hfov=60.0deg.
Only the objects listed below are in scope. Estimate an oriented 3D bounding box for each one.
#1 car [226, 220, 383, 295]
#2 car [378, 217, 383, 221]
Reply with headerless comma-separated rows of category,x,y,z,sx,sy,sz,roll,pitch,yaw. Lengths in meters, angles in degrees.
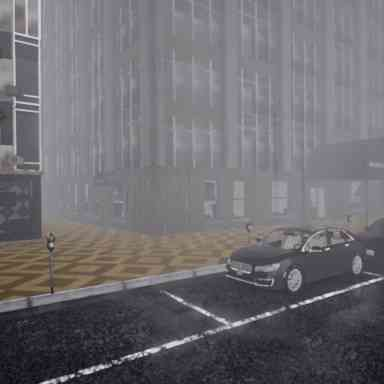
car,2.822,1.549,8.609,4.403,1.369,2.008,0,-1,-36
car,7.439,1.563,11.924,4.313,1.339,1.947,0,-1,-36
